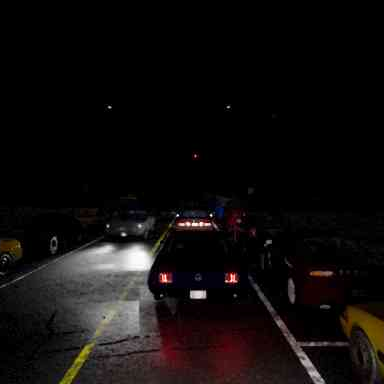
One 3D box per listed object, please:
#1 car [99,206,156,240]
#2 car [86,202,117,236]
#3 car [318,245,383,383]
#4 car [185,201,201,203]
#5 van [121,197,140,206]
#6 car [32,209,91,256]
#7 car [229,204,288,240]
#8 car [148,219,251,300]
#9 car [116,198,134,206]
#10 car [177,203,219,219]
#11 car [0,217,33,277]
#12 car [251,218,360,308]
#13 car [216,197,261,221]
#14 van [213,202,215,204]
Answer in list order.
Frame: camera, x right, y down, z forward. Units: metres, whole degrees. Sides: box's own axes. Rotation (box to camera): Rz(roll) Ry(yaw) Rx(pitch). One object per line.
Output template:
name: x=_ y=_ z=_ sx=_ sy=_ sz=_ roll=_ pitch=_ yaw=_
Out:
car: x=-3.044 y=1.601 z=17.063 sx=1.895 sy=1.301 sz=4.718 roll=0 pitch=0 yaw=0
car: x=-5.727 y=1.526 z=18.473 sx=1.752 sy=1.417 sz=4.829 roll=0 pitch=0 yaw=0
car: x=2.765 y=1.525 z=2.482 sx=1.752 sy=1.417 sz=4.829 roll=0 pitch=0 yaw=0
car: x=0.055 y=1.480 z=27.758 sx=1.882 sy=1.535 sz=5.008 roll=0 pitch=0 yaw=0
van: x=-5.704 y=1.344 z=29.518 sx=1.690 sy=1.788 sz=3.998 roll=0 pitch=0 yaw=0
car: x=-5.738 y=1.566 z=13.205 sx=1.947 sy=1.339 sz=4.313 roll=0 pitch=0 yaw=0
car: x=2.787 y=1.440 z=13.187 sx=1.967 sy=1.590 sz=4.097 roll=0 pitch=0 yaw=0
car: x=0.117 y=1.601 z=8.340 sx=1.895 sy=1.301 sz=4.718 roll=0 pitch=0 yaw=0
car: x=-5.715 y=1.442 z=24.080 sx=1.967 sy=1.590 sz=4.097 roll=0 pitch=0 yaw=0
car: x=0.134 y=1.548 z=17.930 sx=2.033 sy=1.411 sz=5.357 roll=0 pitch=0 yaw=0
car: x=-5.750 y=1.525 z=7.598 sx=1.752 sy=1.417 sz=4.829 roll=0 pitch=0 yaw=0
car: x=2.776 y=1.544 z=7.750 sx=1.887 sy=1.381 sz=4.507 roll=0 pitch=0 yaw=0
car: x=2.799 y=1.316 z=18.625 sx=2.192 sy=1.841 sz=5.009 roll=0 pitch=0 yaw=0
van: x=2.822 y=1.344 z=29.500 sx=1.690 sy=1.788 sz=3.998 roll=0 pitch=0 yaw=0
